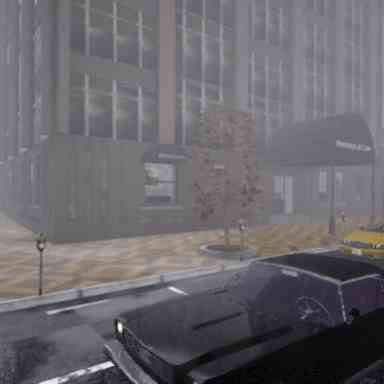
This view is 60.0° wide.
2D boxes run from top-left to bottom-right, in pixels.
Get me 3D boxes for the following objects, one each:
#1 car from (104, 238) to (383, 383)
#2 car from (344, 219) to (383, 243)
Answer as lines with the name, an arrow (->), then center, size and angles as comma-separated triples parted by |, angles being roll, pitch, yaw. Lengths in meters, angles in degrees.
car -> 1.365, 1.591, 4.354 | 4.718, 1.301, 1.895 | 0, 0, -36
car -> 6.974, 1.491, 11.527 | 4.829, 1.417, 1.752 | 0, 1, -36
